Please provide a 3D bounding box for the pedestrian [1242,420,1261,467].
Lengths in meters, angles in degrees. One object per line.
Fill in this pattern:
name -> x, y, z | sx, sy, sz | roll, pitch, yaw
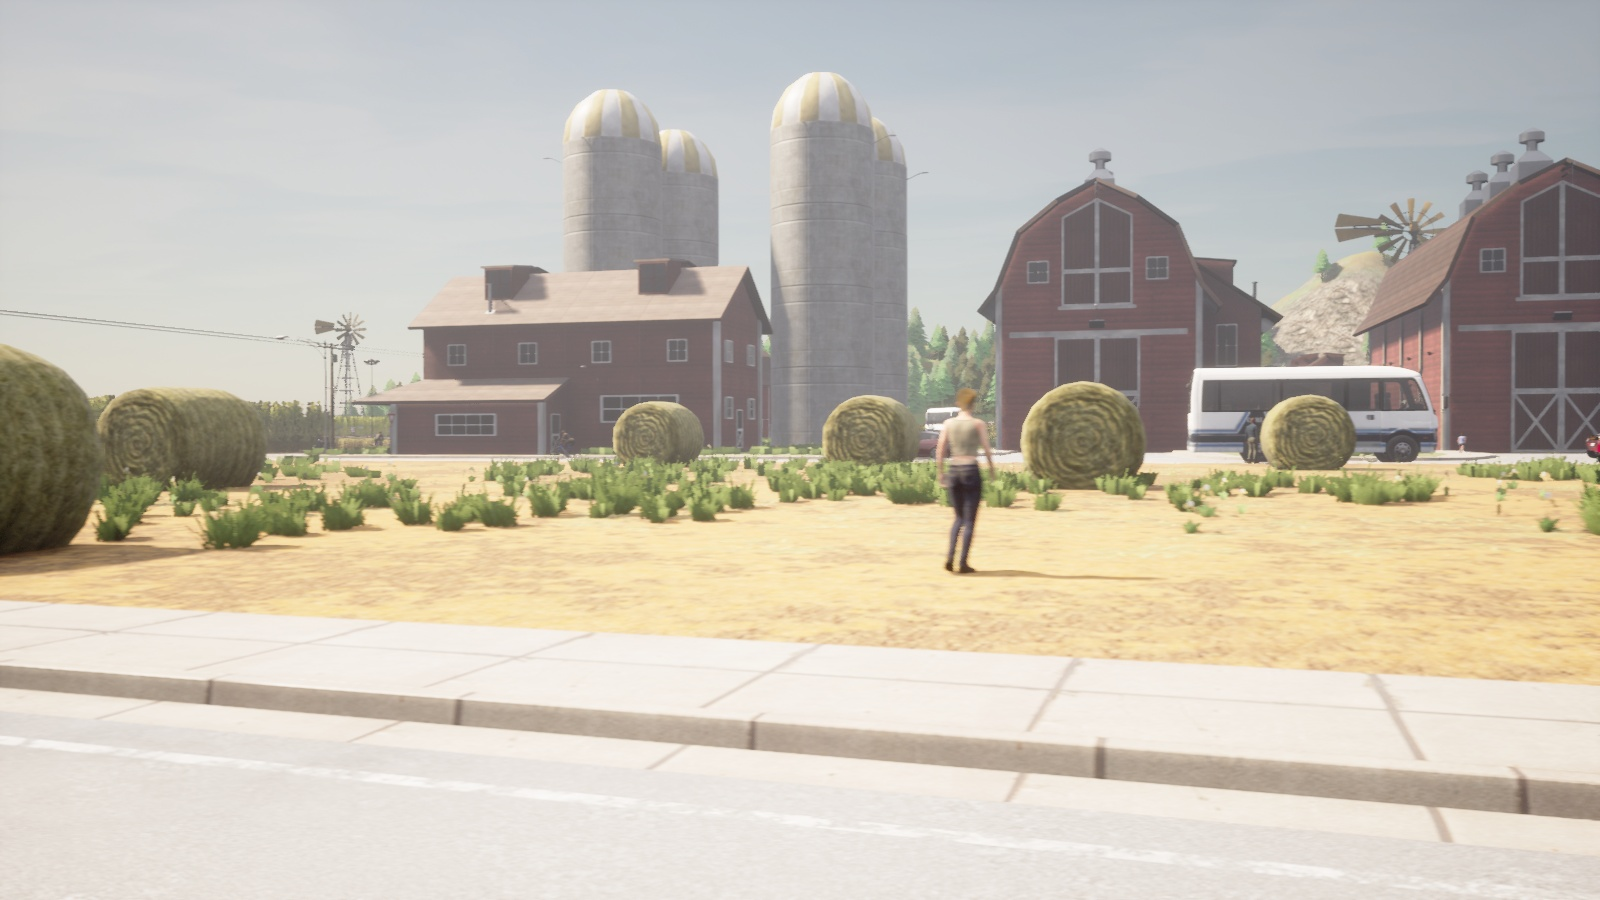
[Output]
pedestrian -> 17.944, -0.251, 49.879 | 0.726, 1.835, 0.370 | 0, 1, -36

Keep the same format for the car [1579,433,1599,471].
car -> 34.876, 0.084, 51.528 | 4.514, 1.525, 2.007 | 0, 1, 15

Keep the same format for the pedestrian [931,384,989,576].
pedestrian -> 1.578, 0.286, 12.349 | 0.345, 1.836, 0.594 | 1, 1, 30

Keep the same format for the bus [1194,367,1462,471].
bus -> 22.650, -1.333, 54.732 | 10.273, 4.253, 3.944 | 0, 1, 15

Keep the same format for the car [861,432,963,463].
car -> 5.609, -0.155, 62.864 | 4.792, 1.488, 2.163 | 0, 1, 15
